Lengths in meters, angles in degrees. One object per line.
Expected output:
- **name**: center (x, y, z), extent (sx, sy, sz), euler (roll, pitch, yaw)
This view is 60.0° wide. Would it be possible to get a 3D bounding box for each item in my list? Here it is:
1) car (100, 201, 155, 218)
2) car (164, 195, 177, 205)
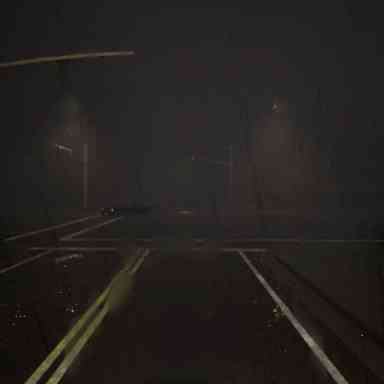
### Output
- **car**: center (-5.582, 1.515, 29.229), extent (1.895, 1.301, 4.718), euler (1, 1, 43)
- **car**: center (-3.506, 1.229, 54.021), extent (2.128, 1.511, 4.902), euler (0, 1, 0)
